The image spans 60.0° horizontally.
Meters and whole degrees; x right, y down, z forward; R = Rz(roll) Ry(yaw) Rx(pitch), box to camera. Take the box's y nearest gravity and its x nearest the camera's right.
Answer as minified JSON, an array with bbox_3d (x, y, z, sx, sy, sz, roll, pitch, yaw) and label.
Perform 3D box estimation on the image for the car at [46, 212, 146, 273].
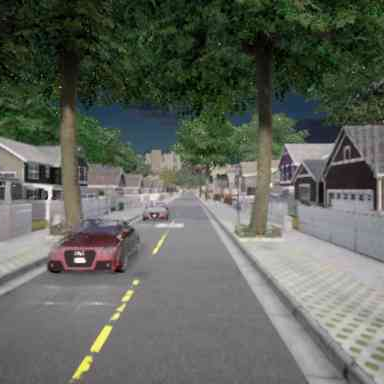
[{"bbox_3d":[-2.844,1.541,10.436,1.994,1.385,4.181,0,0,0],"label":"car"}]

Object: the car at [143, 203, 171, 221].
[{"bbox_3d":[-2.758,1.553,26.509,1.994,1.385,4.181,0,0,0],"label":"car"}]
